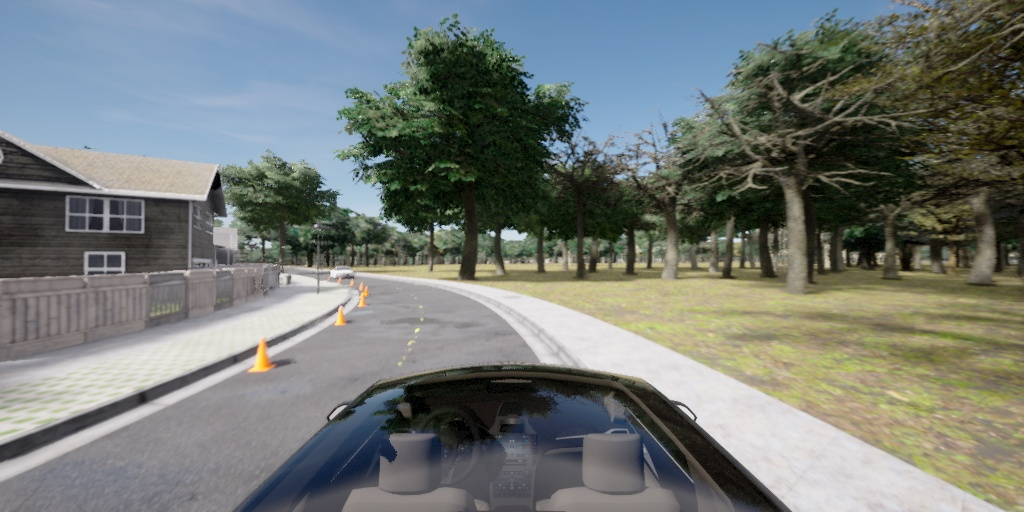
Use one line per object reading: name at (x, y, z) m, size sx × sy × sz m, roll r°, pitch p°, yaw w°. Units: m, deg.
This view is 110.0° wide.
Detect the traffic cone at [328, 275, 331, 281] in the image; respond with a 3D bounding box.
traffic cone at (-18.736, 2.245, 36.742) m, size 0.340 × 0.580 × 0.340 m, roll 0°, pitch 0°, yaw -37°

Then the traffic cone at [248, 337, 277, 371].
traffic cone at (-4.656, 1.809, 6.700) m, size 0.340 × 0.580 × 0.340 m, roll 0°, pitch 0°, yaw -7°

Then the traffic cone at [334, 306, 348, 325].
traffic cone at (-5.440, 1.873, 11.399) m, size 0.340 × 0.580 × 0.340 m, roll 0°, pitch 0°, yaw -12°

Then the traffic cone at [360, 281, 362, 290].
traffic cone at (-10.386, 2.057, 24.763) m, size 0.340 × 0.580 × 0.340 m, roll 0°, pitch 0°, yaw -28°

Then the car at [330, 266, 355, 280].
car at (-19.083, 1.863, 40.313) m, size 1.812 × 1.442 × 4.674 m, roll 0°, pitch -1°, yaw -38°

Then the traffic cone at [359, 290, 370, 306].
traffic cone at (-6.663, 1.934, 16.002) m, size 0.340 × 0.580 × 0.340 m, roll 0°, pitch 0°, yaw -18°

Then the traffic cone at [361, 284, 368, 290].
traffic cone at (-8.317, 1.996, 20.470) m, size 0.340 × 0.580 × 0.340 m, roll 0°, pitch 0°, yaw -23°

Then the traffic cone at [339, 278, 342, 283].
traffic cone at (-15.715, 2.180, 32.758) m, size 0.340 × 0.580 × 0.340 m, roll 0°, pitch 0°, yaw -37°

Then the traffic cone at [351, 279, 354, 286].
traffic cone at (-12.849, 2.119, 28.839) m, size 0.340 × 0.580 × 0.340 m, roll 0°, pitch 0°, yaw -34°
